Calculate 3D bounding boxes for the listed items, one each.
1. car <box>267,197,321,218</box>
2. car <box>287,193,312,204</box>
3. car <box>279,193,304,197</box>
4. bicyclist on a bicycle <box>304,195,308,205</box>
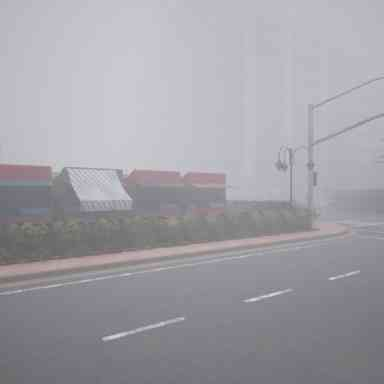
[{"bbox_3d":[8.538,1.436,28.249,2.128,1.511,4.902,0,0,-36],"label":"car"},{"bbox_3d":[19.031,1.114,59.142,1.905,1.878,3.866,0,0,-36],"label":"car"},{"bbox_3d":[16.640,1.114,57.430,1.905,1.878,3.866,0,0,-36],"label":"car"},{"bbox_3d":[15.563,1.246,44.947,1.656,1.620,0.582,0,0,-36],"label":"bicyclist on a bicycle"}]
